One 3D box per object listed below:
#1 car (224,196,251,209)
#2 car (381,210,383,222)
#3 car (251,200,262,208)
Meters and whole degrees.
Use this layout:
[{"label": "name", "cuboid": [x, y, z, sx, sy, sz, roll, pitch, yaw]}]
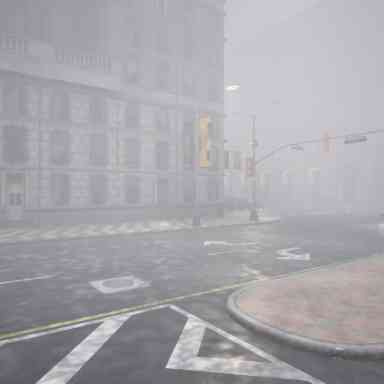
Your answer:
[{"label": "car", "cuboid": [5.030, 1.352, 43.812, 2.097, 1.767, 4.553, 0, 0, -35]}, {"label": "car", "cuboid": [16.213, 1.491, 25.248, 4.902, 1.511, 2.128, 0, 0, -35]}, {"label": "car", "cuboid": [7.284, 1.547, 46.668, 2.033, 1.411, 5.357, 0, 0, -36]}]
